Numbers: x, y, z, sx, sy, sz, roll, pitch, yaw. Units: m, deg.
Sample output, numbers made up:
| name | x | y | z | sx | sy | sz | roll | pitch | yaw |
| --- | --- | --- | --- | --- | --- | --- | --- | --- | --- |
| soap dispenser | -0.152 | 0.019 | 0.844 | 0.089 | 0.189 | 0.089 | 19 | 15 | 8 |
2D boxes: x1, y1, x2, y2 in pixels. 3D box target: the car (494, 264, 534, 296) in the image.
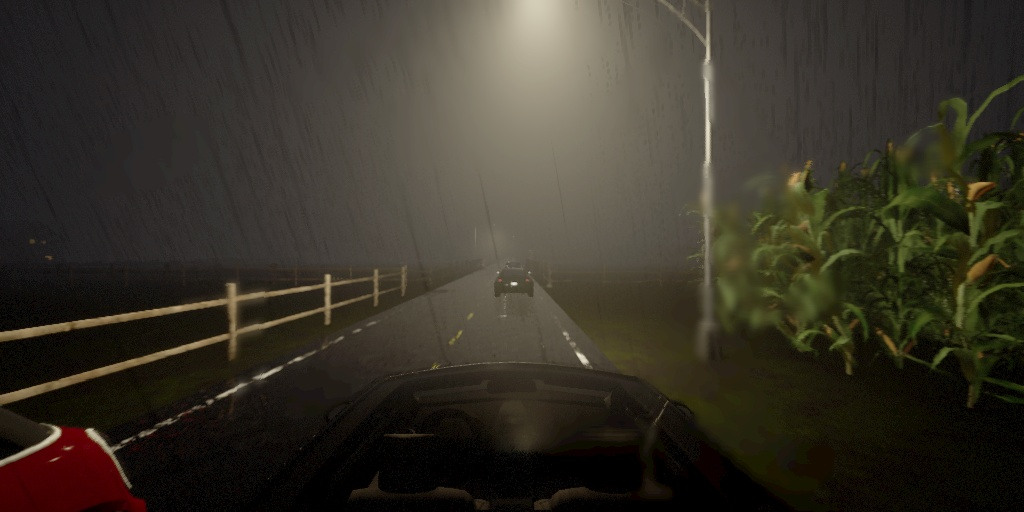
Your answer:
| name | x | y | z | sx | sy | sz | roll | pitch | yaw |
| --- | --- | --- | --- | --- | --- | --- | --- | --- | --- |
| car | 0.102 | 1.302 | 19.085 | 1.994 | 1.385 | 4.181 | 0 | 0 | 0 |

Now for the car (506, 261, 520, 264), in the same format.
| name | x | y | z | sx | sy | sz | roll | pitch | yaw |
| --- | --- | --- | --- | --- | --- | --- | --- | --- | --- |
| car | 0.105 | 1.265 | 36.905 | 2.033 | 1.411 | 5.357 | 0 | 0 | 0 |
